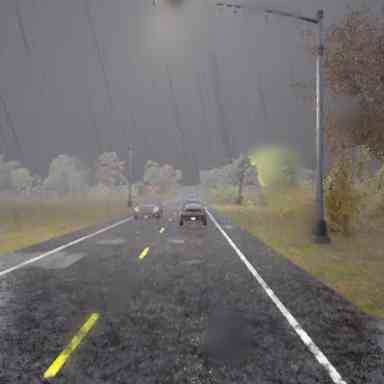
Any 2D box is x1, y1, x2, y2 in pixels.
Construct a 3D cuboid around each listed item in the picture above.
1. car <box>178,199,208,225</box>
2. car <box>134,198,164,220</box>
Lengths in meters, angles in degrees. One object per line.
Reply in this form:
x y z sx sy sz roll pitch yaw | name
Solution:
0.085 1.503 24.295 1.837 1.490 4.892 0 0 0 | car
-3.601 1.349 28.237 2.097 1.767 4.553 0 0 0 | car
